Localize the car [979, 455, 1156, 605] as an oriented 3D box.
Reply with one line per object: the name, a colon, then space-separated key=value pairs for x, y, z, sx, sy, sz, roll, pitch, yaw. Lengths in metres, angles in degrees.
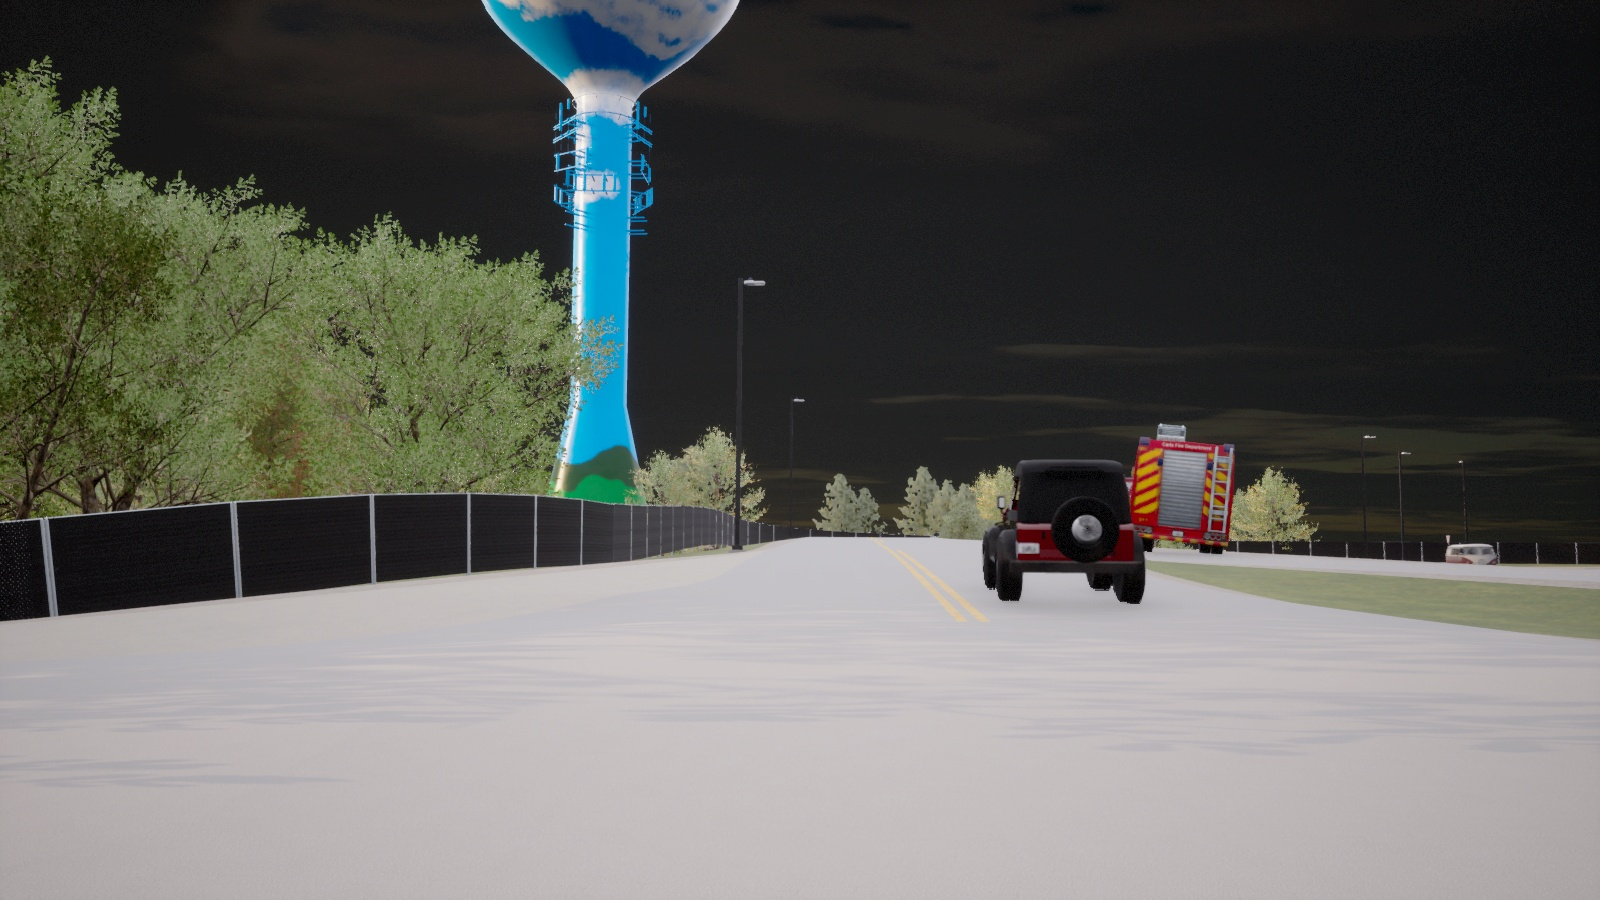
car: x=3.640 y=1.078 z=17.735 sx=1.905 sy=1.878 sz=3.866 roll=0 pitch=-2 yaw=4

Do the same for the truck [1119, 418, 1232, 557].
truck: x=12.204 y=1.361 z=41.027 sx=2.891 sy=3.827 sz=8.468 roll=5 pitch=-2 yaw=16

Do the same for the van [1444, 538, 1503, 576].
van: x=36.767 y=5.837 z=68.645 sx=1.775 sy=1.987 sz=4.442 roll=-1 pitch=-5 yaw=15
